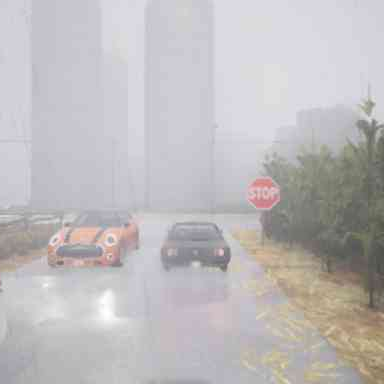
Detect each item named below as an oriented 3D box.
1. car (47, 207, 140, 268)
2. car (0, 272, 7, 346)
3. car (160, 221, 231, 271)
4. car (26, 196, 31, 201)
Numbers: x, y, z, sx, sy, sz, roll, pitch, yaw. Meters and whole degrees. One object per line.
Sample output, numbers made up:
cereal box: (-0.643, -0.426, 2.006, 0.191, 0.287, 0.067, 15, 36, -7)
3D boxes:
car: (-3.101, 1.360, 11.353, 2.097, 1.767, 4.553, 0, 0, 0)
car: (-3.182, 1.225, 1.490, 2.150, 2.045, 5.566, 0, 0, 0)
car: (0.099, 1.609, 10.913, 1.895, 1.301, 4.718, 0, 0, 0)
car: (-37.245, 1.309, 78.676, 3.866, 1.878, 1.905, 0, 0, 0)
